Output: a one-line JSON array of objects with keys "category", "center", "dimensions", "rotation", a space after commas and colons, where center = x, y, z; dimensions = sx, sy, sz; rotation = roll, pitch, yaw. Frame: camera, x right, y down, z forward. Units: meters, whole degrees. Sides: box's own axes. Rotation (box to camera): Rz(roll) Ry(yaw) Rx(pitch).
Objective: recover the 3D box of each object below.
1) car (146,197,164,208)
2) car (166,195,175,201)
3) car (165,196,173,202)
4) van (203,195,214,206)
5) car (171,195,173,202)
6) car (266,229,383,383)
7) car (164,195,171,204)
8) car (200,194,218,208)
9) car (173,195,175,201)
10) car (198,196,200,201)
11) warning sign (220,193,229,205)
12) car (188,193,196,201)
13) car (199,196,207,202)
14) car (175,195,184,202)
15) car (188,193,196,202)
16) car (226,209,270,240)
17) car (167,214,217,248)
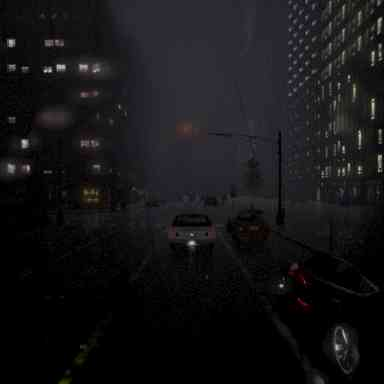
[{"category": "car", "center": [-5.694, 1.578, 48.956], "dimensions": [2.008, 1.369, 4.403], "rotation": [0, 0, 0]}, {"category": "car", "center": [-5.696, 1.536, 87.642], "dimensions": [1.967, 1.590, 4.097], "rotation": [0, 0, 0]}, {"category": "car", "center": [-5.695, 1.666, 82.116], "dimensions": [1.802, 1.307, 4.206], "rotation": [0, 0, 0]}, {"category": "van", "center": [2.684, 1.375, 54.482], "dimensions": [1.690, 1.788, 3.998], "rotation": [0, 0, 0]}, {"category": "car", "center": [-5.695, 1.607, 71.061], "dimensions": [1.887, 1.381, 4.507], "rotation": [0, 0, 0]}, {"category": "car", "center": [2.686, 1.566, 5.278], "dimensions": [1.947, 1.339, 4.313], "rotation": [0, 0, 0]}, {"category": "car", "center": [-5.695, 1.602, 65.536], "dimensions": [2.008, 1.369, 4.403], "rotation": [0, 0, 0]}, {"category": "car", "center": [2.685, 1.342, 48.956], "dimensions": [2.192, 1.841, 5.009], "rotation": [0, 0, 0]}, {"category": "car", "center": [-5.696, 1.513, 76.589], "dimensions": [1.967, 1.590, 4.097], "rotation": [0, 0, 0]}, {"category": "car", "center": [2.684, 1.377, 71.062], "dimensions": [2.192, 1.841, 5.009], "rotation": [0, 0, 0]}, {"category": "warning sign", "center": [5.071, 1.146, 52.213], "dimensions": [1.300, 1.860, 1.060], "rotation": [0, 0, 0]}, {"category": "car", "center": [-0.001, 1.236, 88.180], "dimensions": [2.150, 2.045, 5.566], "rotation": [0, 0, 0]}, {"category": "car", "center": [2.685, 1.629, 82.116], "dimensions": [1.887, 1.381, 4.507], "rotation": [0, 0, 0]}, {"category": "car", "center": [-3.002, 1.427, 78.649], "dimensions": [2.097, 1.767, 4.553], "rotation": [0, 0, 0]}, {"category": "car", "center": [-0.002, 1.533, 73.566], "dimensions": [2.033, 1.411, 5.357], "rotation": [0, 0, 0]}, {"category": "car", "center": [2.686, 1.528, 16.713], "dimensions": [1.752, 1.417, 4.829], "rotation": [0, 0, 0]}, {"category": "car", "center": [0.000, 1.619, 14.681], "dimensions": [1.895, 1.301, 4.718], "rotation": [0, 0, 0]}]
